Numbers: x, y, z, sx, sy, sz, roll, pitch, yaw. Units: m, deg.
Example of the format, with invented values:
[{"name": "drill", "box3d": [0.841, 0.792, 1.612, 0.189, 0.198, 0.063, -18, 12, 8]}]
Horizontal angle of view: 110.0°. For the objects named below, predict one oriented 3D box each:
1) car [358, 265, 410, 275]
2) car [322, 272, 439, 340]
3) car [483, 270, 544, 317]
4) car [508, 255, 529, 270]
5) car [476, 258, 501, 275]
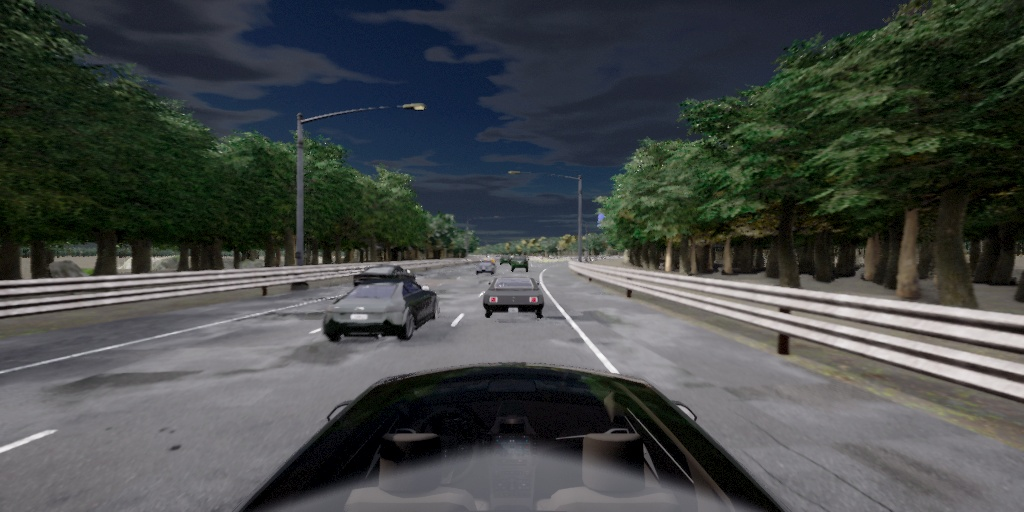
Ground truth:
[{"name": "car", "box3d": [-6.747, 1.220, 19.430, 1.882, 1.535, 5.008, 0, 0, 1]}, {"name": "car", "box3d": [-3.352, 1.312, 9.912, 1.994, 1.385, 4.181, 0, 0, 0]}, {"name": "car", "box3d": [0.077, 1.350, 13.065, 1.895, 1.301, 4.718, 0, 0, 1]}, {"name": "car", "box3d": [1.069, 0.916, 47.084, 2.150, 2.045, 5.566, 0, 0, 2]}, {"name": "car", "box3d": [-2.721, 1.263, 38.436, 2.033, 1.411, 5.357, 0, 0, 2]}]
